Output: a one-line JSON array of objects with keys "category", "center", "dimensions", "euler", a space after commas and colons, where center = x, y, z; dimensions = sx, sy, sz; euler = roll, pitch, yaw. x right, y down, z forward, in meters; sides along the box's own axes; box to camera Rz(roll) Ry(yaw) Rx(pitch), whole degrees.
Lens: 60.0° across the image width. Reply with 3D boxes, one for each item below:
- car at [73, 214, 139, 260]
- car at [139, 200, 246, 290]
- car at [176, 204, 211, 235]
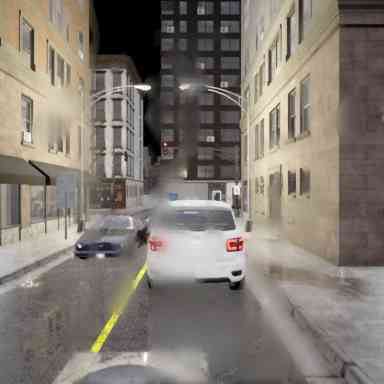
[{"category": "car", "center": [-2.770, 1.547, 12.711], "dimensions": [2.033, 1.411, 5.357], "euler": [0, 0, 0]}, {"category": "car", "center": [0.090, 1.221, 9.215], "dimensions": [2.150, 2.045, 5.566], "euler": [0, 0, 0]}, {"category": "car", "center": [0.060, 1.526, 19.538], "dimensions": [1.812, 1.442, 4.674], "euler": [0, 0, 0]}]
